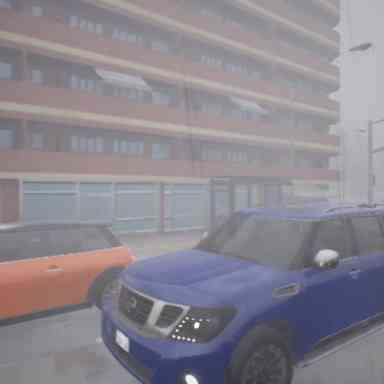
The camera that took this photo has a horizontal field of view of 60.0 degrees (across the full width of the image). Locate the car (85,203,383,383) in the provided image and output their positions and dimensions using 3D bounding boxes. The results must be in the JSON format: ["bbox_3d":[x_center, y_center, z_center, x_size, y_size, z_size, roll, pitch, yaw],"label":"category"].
[{"bbox_3d":[1.529,1.212,5.078,5.566,2.045,2.150,0,0,-35],"label":"car"}]

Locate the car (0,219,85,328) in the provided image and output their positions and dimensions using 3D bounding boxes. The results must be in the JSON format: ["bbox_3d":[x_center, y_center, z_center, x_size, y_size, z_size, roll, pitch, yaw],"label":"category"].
[{"bbox_3d":[-3.273,1.349,5.949,4.553,1.767,2.097,0,0,-35],"label":"car"}]
